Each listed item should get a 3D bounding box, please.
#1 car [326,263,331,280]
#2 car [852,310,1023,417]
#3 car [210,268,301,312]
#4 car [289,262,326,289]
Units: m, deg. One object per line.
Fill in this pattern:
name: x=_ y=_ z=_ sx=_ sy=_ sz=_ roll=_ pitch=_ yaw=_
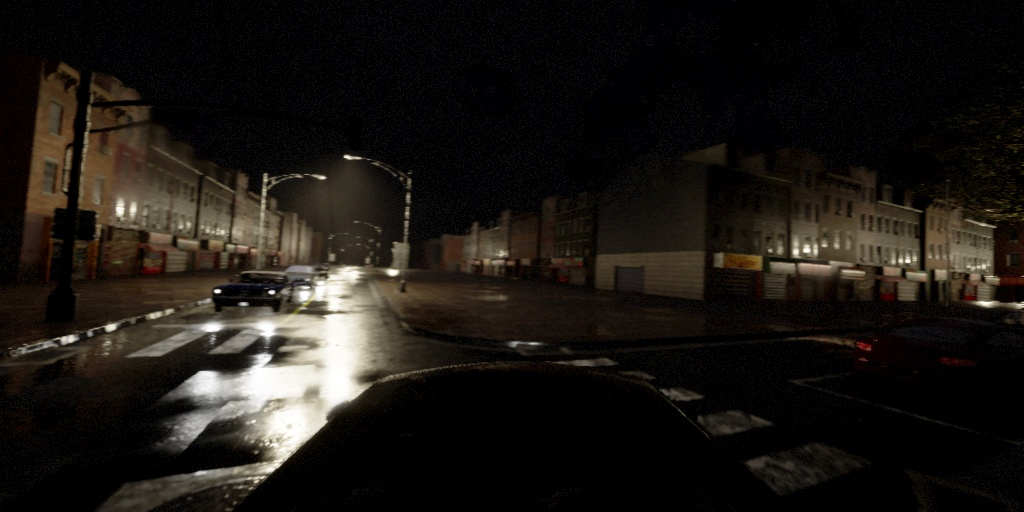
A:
car: x=-17.489 y=1.328 z=32.407 sx=2.128 sy=1.511 sz=4.902 roll=4 pitch=-2 yaw=-23
car: x=7.956 y=1.761 z=6.418 sx=4.207 sy=1.307 sz=1.802 roll=0 pitch=0 yaw=-23
car: x=-9.502 y=1.251 z=13.549 sx=1.895 sy=1.301 sz=4.718 roll=4 pitch=-2 yaw=-24
car: x=-13.612 y=1.287 z=23.192 sx=2.033 sy=1.411 sz=5.357 roll=4 pitch=-2 yaw=-23
